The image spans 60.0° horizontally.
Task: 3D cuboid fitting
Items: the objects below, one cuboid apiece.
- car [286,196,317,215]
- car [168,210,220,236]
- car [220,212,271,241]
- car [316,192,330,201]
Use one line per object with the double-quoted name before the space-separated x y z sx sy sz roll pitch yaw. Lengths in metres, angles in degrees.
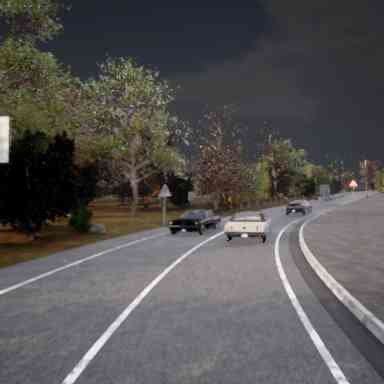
"car" 10.856 1.467 33.556 1.837 1.490 4.892 -3 0 31
"car" 0.237 1.729 19.566 1.895 1.301 4.718 -1 -1 19
"car" 2.983 1.648 16.926 1.895 1.301 4.718 -1 0 17
"car" 23.076 0.770 58.908 2.128 1.511 4.902 -3 0 33
